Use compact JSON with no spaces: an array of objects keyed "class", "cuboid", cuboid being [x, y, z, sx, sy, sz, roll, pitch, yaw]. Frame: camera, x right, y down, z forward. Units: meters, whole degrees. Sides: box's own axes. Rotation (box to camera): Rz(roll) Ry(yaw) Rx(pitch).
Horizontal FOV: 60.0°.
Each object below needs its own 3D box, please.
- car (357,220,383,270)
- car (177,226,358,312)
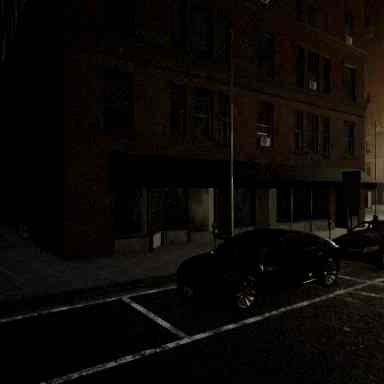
[{"class":"car","cuboid":[6.189,1.582,10.912,4.206,1.307,1.802,0,0,-35]},{"class":"car","cuboid":[1.701,1.566,7.730,4.313,1.339,1.947,0,0,-35]}]
